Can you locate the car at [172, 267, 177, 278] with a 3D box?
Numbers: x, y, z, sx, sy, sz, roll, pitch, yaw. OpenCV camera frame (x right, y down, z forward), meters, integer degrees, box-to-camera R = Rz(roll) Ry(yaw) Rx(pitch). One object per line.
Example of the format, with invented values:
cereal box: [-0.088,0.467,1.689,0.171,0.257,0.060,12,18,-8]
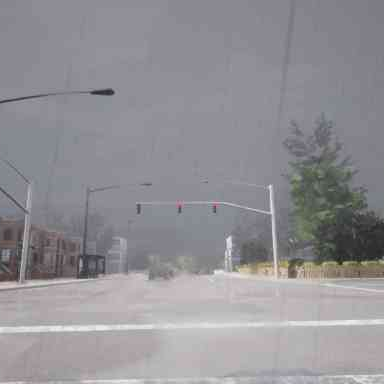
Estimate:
car: [-3.438,11.052,45.555,1.895,1.301,4.718,-1,-13,0]

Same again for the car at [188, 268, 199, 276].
car: [0.324,14.644,61.313,2.033,1.411,5.357,-1,-13,0]

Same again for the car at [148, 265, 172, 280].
car: [-3.489,8.613,35.594,1.837,1.490,4.892,-1,-13,0]

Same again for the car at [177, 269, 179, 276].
car: [-3.336,13.793,57.766,1.882,1.535,5.008,-1,-13,1]
